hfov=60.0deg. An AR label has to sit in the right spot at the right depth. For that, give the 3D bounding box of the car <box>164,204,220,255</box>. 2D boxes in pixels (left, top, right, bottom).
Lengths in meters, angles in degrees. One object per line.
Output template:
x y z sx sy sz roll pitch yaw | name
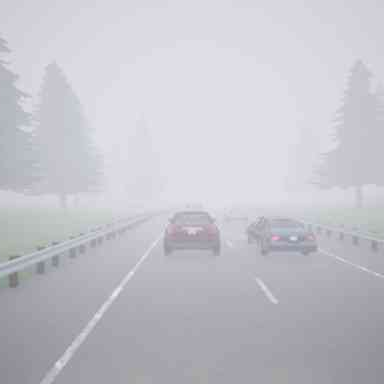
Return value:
0.007 1.486 14.080 2.097 1.767 4.553 0 -1 0 | car

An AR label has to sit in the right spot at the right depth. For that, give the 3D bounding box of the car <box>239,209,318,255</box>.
3.505 1.682 13.987 2.033 1.411 5.357 0 -1 0 | car

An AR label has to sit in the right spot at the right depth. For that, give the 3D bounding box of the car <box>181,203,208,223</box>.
0.304 1.773 29.215 2.128 1.511 4.902 0 0 3 | car

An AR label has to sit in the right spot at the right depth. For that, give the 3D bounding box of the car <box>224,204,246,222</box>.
3.807 1.806 29.159 1.812 1.442 4.674 0 0 3 | car
